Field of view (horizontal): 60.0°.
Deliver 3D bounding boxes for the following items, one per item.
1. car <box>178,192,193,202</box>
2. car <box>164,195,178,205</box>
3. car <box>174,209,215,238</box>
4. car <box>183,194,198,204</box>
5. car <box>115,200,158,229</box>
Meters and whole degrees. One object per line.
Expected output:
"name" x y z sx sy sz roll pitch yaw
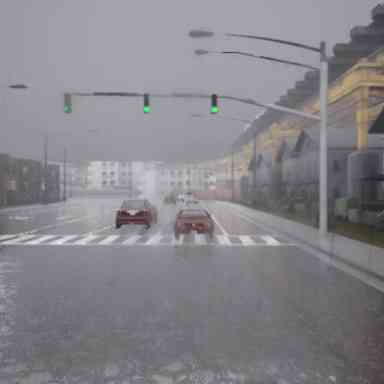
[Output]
"car" -1.309 0.958 65.404 2.150 2.045 5.566 0 0 -17
"car" -3.522 1.251 53.257 1.882 1.535 5.008 0 0 -3
"car" 0.096 1.527 17.296 1.895 1.301 4.718 0 0 0
"car" -0.045 1.365 55.481 1.895 1.301 4.718 0 0 -3
"car" -3.405 1.261 21.186 2.097 1.767 4.553 0 0 0
